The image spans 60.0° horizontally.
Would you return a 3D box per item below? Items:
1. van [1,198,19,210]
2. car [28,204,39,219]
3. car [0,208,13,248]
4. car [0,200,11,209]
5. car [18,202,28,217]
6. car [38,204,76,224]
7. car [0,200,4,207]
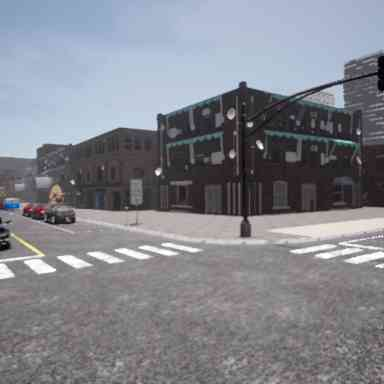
[{"bbox_3d":[-26.664,1.868,49.296,1.690,1.788,3.998,-2,1,-35],"label":"van"},{"bbox_3d":[-13.823,1.864,31.257,1.802,1.307,4.206,-2,0,-35],"label":"car"},{"bbox_3d":[-9.484,1.704,15.126,1.837,1.490,4.892,-1,0,-34],"label":"car"},{"bbox_3d":[-33.075,2.188,58.317,1.887,1.381,4.507,-2,1,-35],"label":"car"},{"bbox_3d":[-17.030,1.926,35.766,1.802,1.307,4.206,-2,0,-35],"label":"car"},{"bbox_3d":[-10.615,1.770,26.746,2.008,1.369,4.403,-2,0,-35],"label":"car"},{"bbox_3d":[-39.493,2.325,67.338,1.947,1.339,4.313,-2,1,-35],"label":"car"}]
